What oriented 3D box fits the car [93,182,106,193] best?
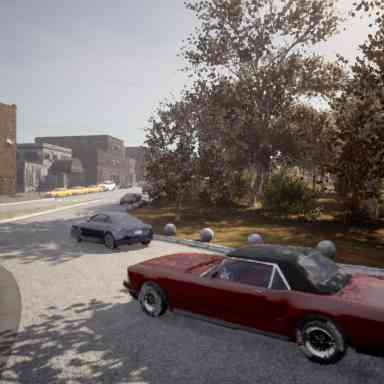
[{"bbox_3d":[-18.814,-0.565,62.923,1.946,1.575,5.366,0,3,11],"label":"car"}]

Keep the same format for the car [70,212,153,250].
[{"bbox_3d":[-3.591,1.564,14.599,4.181,1.385,1.994,0,0,43],"label":"car"}]

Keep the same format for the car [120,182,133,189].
[{"bbox_3d":[-15.563,-1.542,79.433,2.163,1.488,4.792,0,3,11],"label":"car"}]

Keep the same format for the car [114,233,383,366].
[{"bbox_3d":[1.034,1.601,5.805,4.718,1.301,1.895,0,0,34],"label":"car"}]

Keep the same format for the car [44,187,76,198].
[{"bbox_3d":[-20.956,0.098,52.105,1.946,1.575,5.366,0,3,11],"label":"car"}]

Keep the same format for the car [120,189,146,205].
[{"bbox_3d":[-7.399,0.741,41.140,1.994,1.385,4.181,0,4,6],"label":"car"}]

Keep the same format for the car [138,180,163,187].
[{"bbox_3d":[-7.329,-0.740,60.270,2.150,2.045,5.566,0,3,12],"label":"car"}]

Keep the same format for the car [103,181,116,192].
[{"bbox_3d":[-17.693,-1.161,68.597,2.435,2.045,5.566,0,3,11],"label":"car"}]

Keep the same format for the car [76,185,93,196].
[{"bbox_3d":[-19.880,-0.235,57.512,1.946,1.575,5.366,0,3,11],"label":"car"}]
